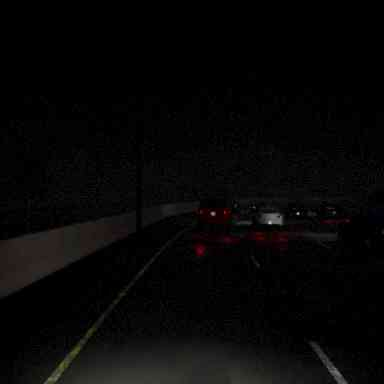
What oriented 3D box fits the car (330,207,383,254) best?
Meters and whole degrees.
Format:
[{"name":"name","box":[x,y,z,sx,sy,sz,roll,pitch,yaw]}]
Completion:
[{"name":"car","box":[7.761,1.604,13.981,1.882,1.535,5.008,0,0,4]}]

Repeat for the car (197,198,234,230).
[{"name":"car","box":[1.611,1.416,22.711,2.150,2.045,5.566,0,0,7]}]

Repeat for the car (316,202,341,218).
[{"name":"car","box":[14.056,1.793,34.137,2.128,1.511,4.902,0,0,11]}]

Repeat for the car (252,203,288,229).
[{"name":"car","box":[5.221,1.727,23.270,1.812,1.442,4.674,0,0,7]}]

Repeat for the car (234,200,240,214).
[{"name":"car","box":[4.775,1.699,40.938,2.097,1.767,4.553,0,-1,12]}]

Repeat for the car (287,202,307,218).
[{"name":"car","box":[10.399,1.798,33.631,1.837,1.490,4.892,0,0,10]}]
